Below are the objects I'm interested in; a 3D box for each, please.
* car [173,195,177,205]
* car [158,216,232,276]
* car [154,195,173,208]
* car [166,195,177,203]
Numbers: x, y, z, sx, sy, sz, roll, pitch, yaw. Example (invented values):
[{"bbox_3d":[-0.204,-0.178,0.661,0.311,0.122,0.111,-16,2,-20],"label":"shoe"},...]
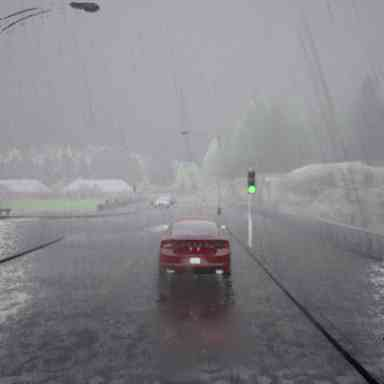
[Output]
[{"bbox_3d":[-4.098,1.466,56.342,1.812,1.442,4.674,0,0,1],"label":"car"},{"bbox_3d":[0.079,1.467,10.332,1.882,1.535,5.008,0,0,0],"label":"car"},{"bbox_3d":[-4.109,1.476,46.424,1.812,1.442,4.674,0,0,0],"label":"car"},{"bbox_3d":[-4.019,1.433,66.507,1.837,1.490,4.892,0,0,0],"label":"car"}]
